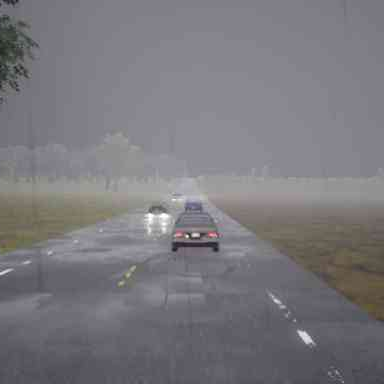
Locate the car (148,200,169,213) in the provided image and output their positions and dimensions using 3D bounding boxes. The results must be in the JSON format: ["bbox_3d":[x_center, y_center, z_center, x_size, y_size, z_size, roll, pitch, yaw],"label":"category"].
[{"bbox_3d":[-3.536,1.518,35.767,1.895,1.301,4.718,0,0,0],"label":"car"}]

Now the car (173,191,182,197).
[{"bbox_3d":[-3.366,0.493,77.003,1.895,1.301,4.718,0,2,0],"label":"car"}]

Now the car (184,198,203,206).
[{"bbox_3d":[0.161,1.397,35.725,1.882,1.535,5.008,0,0,0],"label":"car"}]

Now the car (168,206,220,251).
[{"bbox_3d":[0.123,1.538,14.051,2.033,1.411,5.357,0,0,0],"label":"car"}]
